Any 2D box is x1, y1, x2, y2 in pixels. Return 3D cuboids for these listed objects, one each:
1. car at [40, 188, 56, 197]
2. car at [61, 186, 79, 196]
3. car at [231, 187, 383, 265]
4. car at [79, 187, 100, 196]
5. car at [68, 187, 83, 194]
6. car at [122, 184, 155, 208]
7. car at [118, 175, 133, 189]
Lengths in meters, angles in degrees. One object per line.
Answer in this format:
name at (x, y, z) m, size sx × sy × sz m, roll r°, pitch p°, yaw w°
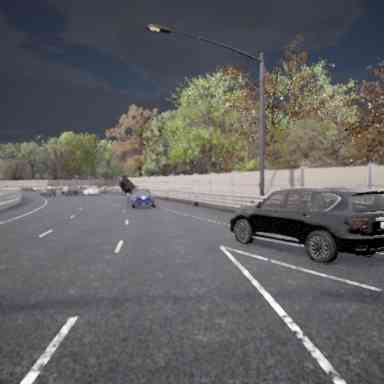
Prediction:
car at (-24.563, 0.004, 56.710) m, size 2.128 × 1.511 × 4.902 m, roll -2°, pitch 2°, yaw -35°
car at (-21.628, -0.212, 58.614) m, size 2.097 × 1.767 × 4.553 m, roll -2°, pitch 2°, yaw -35°
car at (3.563, 0.874, 10.791) m, size 2.150 × 2.045 × 5.566 m, roll -2°, pitch 2°, yaw -30°
car at (-18.067, -0.095, 59.684) m, size 1.812 × 1.442 × 4.674 m, roll -2°, pitch 2°, yaw -36°
car at (-25.121, -0.371, 71.359) m, size 2.033 × 1.411 × 5.357 m, roll -1°, pitch 2°, yaw -31°
car at (-4.877, 0.466, 30.899) m, size 2.097 × 1.767 × 4.553 m, roll -3°, pitch 3°, yaw -18°
car at (-8.172, -0.448, 43.238) m, size 1.442 × 1.812 × 4.674 m, roll -27°, pitch -37°, yaw 7°
